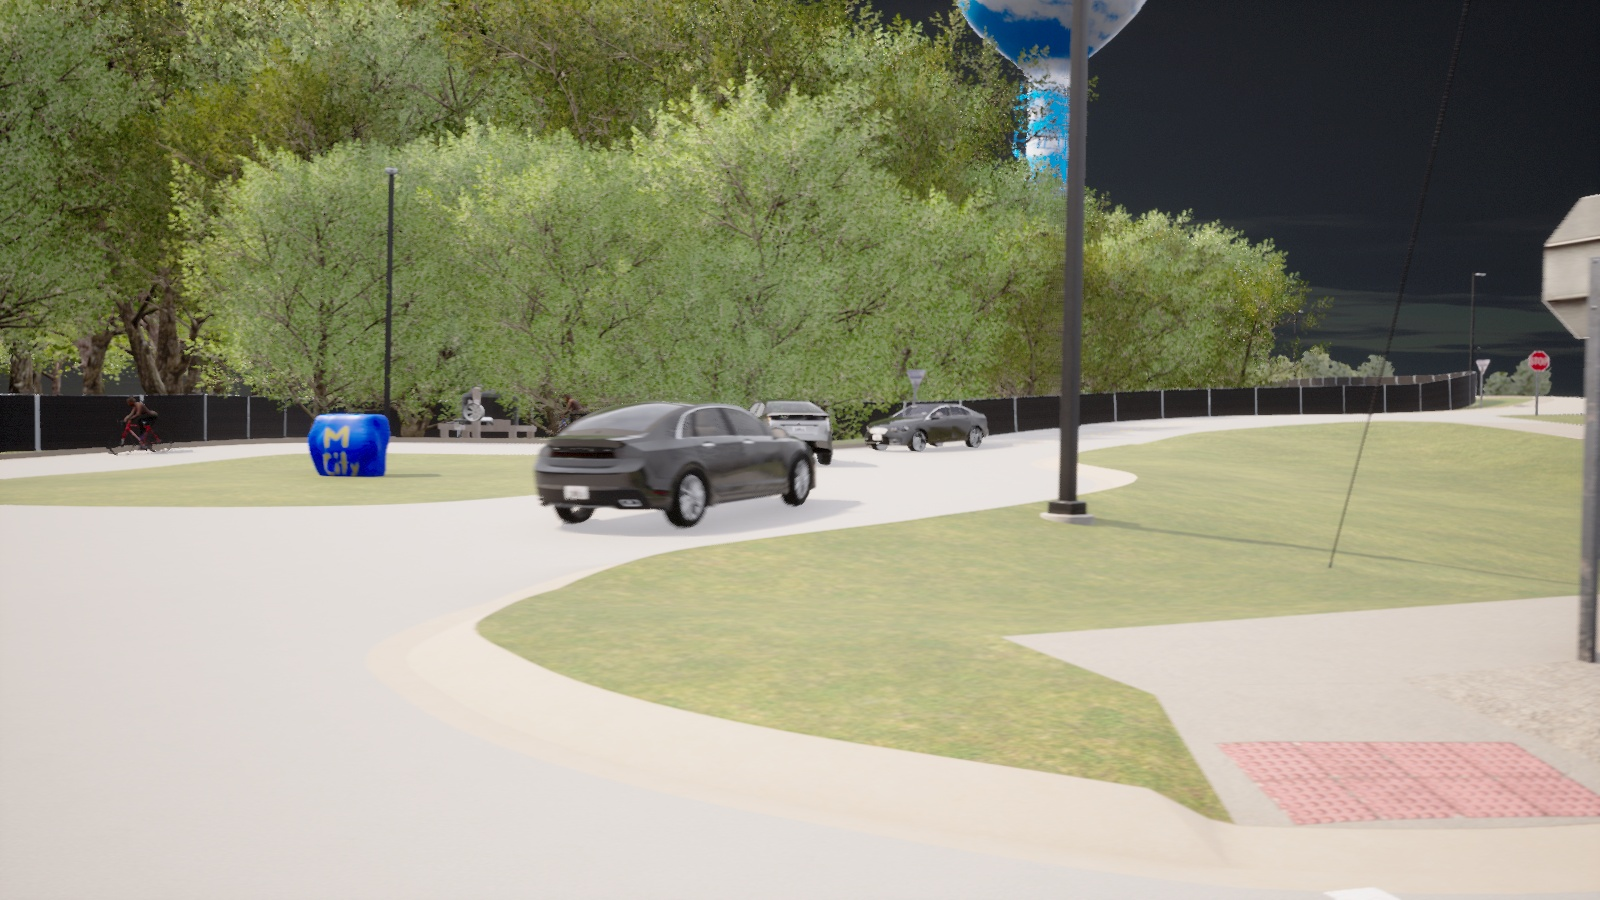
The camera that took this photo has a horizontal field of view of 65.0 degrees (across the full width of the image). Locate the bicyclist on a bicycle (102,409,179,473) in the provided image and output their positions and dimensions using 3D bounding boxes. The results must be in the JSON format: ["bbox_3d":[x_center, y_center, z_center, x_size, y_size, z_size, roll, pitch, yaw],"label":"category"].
[{"bbox_3d":[-18.383,-0.258,35.034,1.656,1.620,0.582,-8,7,-41],"label":"bicyclist on a bicycle"}]

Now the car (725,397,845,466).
[{"bbox_3d":[-0.454,-0.502,30.438,2.007,1.525,4.514,-1,2,-12],"label":"car"}]

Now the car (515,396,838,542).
[{"bbox_3d":[-1.382,0.130,16.473,1.837,1.490,4.892,-1,3,27],"label":"car"}]

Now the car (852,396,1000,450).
[{"bbox_3d":[4.178,-0.903,41.066,4.902,1.511,2.128,-5,4,-44],"label":"car"}]
